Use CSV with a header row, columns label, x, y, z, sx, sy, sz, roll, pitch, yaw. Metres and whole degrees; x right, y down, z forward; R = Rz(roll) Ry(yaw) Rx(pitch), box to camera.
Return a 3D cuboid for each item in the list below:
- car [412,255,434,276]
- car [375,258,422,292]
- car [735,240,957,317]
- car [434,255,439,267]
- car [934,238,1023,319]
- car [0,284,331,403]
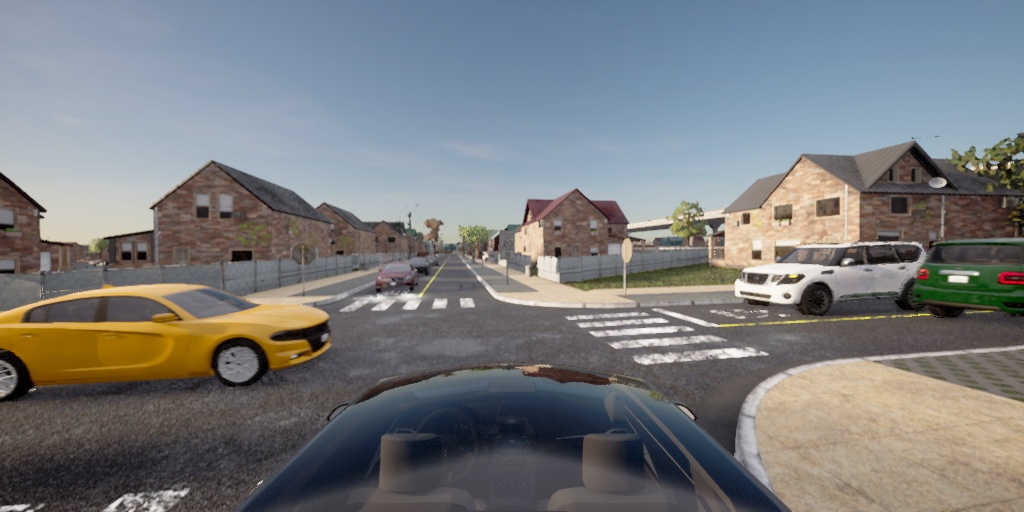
label,x,y,z,sx,sy,sz,roll,pitch,yaw
car,-7.952,0.826,30.458,1.882,1.535,5.008,0,1,-9
car,-6.137,1.033,19.492,1.812,1.442,4.674,0,1,-11
car,9.950,0.593,11.102,5.566,2.045,2.150,-1,1,-8
car,-10.577,0.602,46.850,2.128,1.511,4.902,0,1,-9
car,12.945,0.569,8.647,5.566,2.045,2.150,-1,1,-8
car,-5.798,1.220,6.004,5.008,1.535,1.882,-1,1,-8
